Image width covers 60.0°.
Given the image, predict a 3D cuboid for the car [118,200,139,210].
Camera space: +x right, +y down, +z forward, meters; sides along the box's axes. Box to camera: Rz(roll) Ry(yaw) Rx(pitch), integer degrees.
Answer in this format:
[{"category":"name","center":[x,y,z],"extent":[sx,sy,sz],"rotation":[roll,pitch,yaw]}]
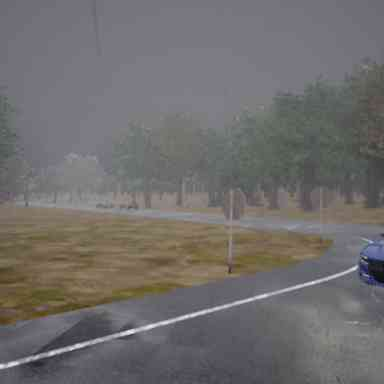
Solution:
[{"category":"car","center":[-9.916,2.075,51.748],"extent":[1.837,1.490,4.892],"rotation":[2,-2,-34]}]

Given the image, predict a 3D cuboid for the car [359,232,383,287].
[{"category":"car","center":[6.092,1.432,8.258],"extent":[5.008,1.535,1.882],"rotation":[-1,1,-36]}]

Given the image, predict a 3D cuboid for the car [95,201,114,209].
[{"category":"car","center":[-15.827,2.286,60.248],"extent":[2.033,1.411,5.357],"rotation":[2,-2,-35]}]
